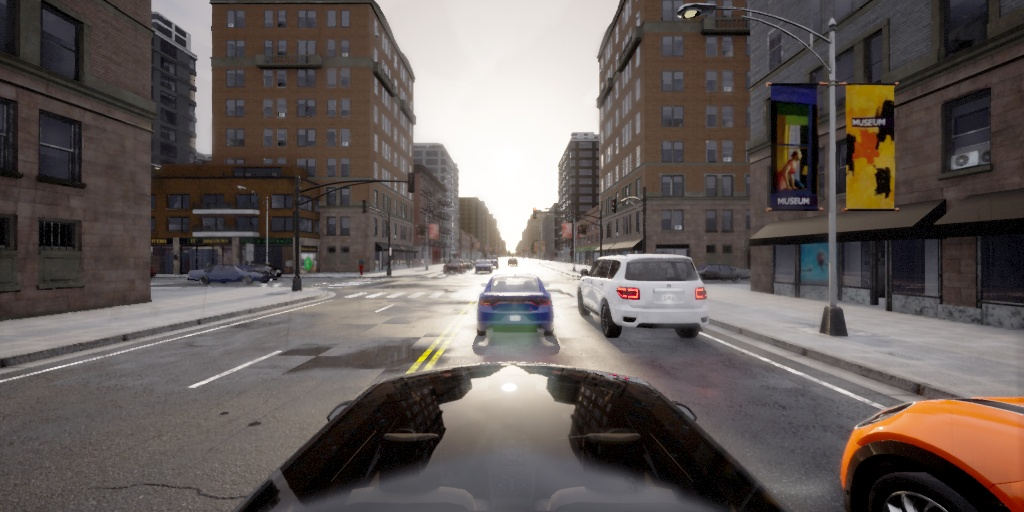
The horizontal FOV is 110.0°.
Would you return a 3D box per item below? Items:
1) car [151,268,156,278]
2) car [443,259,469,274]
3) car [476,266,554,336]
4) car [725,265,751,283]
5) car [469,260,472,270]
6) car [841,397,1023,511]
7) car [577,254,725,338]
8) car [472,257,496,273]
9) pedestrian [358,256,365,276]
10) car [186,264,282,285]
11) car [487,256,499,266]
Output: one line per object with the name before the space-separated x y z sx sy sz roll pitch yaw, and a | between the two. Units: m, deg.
car | -33.118 1.343 30.809 4.207 1.307 1.802 0 0 0
car | -6.559 1.101 41.311 2.097 1.767 4.553 0 0 0
car | 0.090 1.228 10.436 1.882 1.535 5.008 0 0 0
car | 15.868 1.338 28.322 5.357 1.411 2.033 0 0 0
car | -6.546 1.250 50.361 1.837 1.490 4.892 0 0 1
car | 3.343 1.102 0.585 2.097 1.767 4.553 0 0 0
car | 3.341 0.972 10.295 2.150 2.045 5.566 0 0 0
car | -3.309 1.226 43.047 1.882 1.535 5.008 0 0 0
pedestrian | -14.110 0.919 33.569 0.375 1.860 0.375 0 0 0
car | -19.624 1.290 25.241 5.357 1.411 2.033 0 0 0
car | -3.276 0.964 58.092 2.150 2.045 5.566 0 0 0
